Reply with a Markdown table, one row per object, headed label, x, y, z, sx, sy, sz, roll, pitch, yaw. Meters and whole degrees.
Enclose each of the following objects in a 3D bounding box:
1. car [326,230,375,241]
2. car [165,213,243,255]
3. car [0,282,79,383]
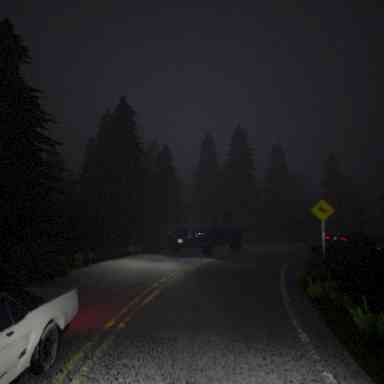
| label | x | y | z | sx | sy | sz | roll | pitch | yaw |
| --- | --- | --- | --- | --- | --- | --- | --- | --- | --- |
| car | 12.626 | 3.744 | 26.285 | 5.357 | 1.411 | 2.033 | 7 | -6 | -37 |
| car | 0.842 | 2.098 | 17.503 | 2.150 | 2.045 | 5.566 | -2 | -6 | 30 |
| car | -2.846 | 1.674 | 3.061 | 1.895 | 1.301 | 4.718 | -1 | -1 | 4 |
